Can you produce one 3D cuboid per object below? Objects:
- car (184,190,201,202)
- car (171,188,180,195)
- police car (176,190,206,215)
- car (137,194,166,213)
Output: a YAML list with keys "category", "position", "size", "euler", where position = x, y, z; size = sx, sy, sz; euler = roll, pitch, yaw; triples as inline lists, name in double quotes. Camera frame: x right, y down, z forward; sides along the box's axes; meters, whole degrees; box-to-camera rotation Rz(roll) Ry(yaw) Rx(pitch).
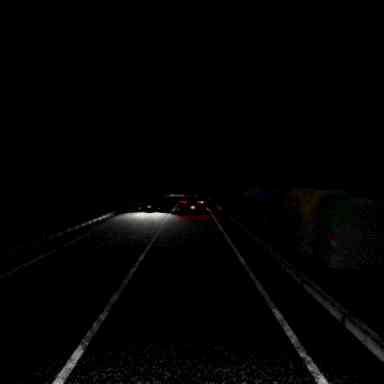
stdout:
- category: "car"
  position: [0.012, 0.470, 42.896]
  size: [2.033, 1.411, 5.357]
  euler: [1, 1, 0]
- category: "car"
  position: [-3.144, -0.142, 67.535]
  size: [2.033, 1.411, 5.357]
  euler: [1, 2, 0]
- category: "police car"
  position: [0.052, 0.843, 25.543]
  size: [2.038, 1.542, 4.974]
  euler: [1, 2, 0]
- category: "car"
  position: [-3.149, 0.844, 26.498]
  size: [1.994, 1.385, 4.181]
  euler: [1, 1, 0]
